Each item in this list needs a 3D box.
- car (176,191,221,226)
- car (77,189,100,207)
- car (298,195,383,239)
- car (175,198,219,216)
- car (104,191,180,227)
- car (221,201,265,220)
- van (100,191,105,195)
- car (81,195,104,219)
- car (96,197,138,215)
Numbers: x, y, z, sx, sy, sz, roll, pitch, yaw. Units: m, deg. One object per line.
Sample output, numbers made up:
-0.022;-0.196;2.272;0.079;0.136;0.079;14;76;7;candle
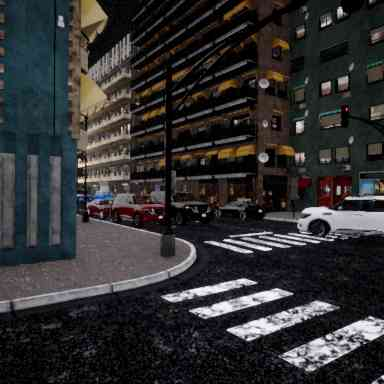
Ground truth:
-0.920;0.966;21.572;2.150;2.045;5.566;1;0;-36;car
-12.897;0.667;38.184;2.150;2.045;5.566;1;1;-35;car
7.948;1.189;15.597;5.566;2.045;2.150;1;3;27;car
0.354;1.288;29.713;1.802;1.307;4.206;2;0;-36;car
-3.192;1.033;20.322;2.192;1.841;5.009;2;0;-36;car
3.616;1.353;25.197;1.947;1.339;4.313;2;0;-36;car
-12.688;0.726;47.776;1.690;1.788;3.998;2;0;-36;van
-6.461;1.182;24.838;1.887;1.381;4.507;2;0;-36;car
-6.744;1.201;29.635;1.895;1.301;4.718;1;0;-36;car
